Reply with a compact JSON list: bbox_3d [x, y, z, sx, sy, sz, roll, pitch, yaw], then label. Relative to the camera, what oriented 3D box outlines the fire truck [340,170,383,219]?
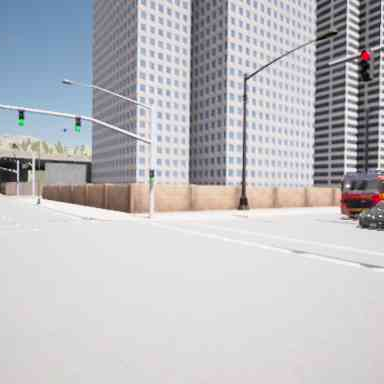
[{"bbox_3d":[15.449,0.261,26.490,8.468,3.827,2.891,0,1,-35],"label":"fire truck"}]

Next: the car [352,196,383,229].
[{"bbox_3d":[12.041,1.294,19.999,4.553,1.767,2.097,0,1,-35],"label":"car"}]
